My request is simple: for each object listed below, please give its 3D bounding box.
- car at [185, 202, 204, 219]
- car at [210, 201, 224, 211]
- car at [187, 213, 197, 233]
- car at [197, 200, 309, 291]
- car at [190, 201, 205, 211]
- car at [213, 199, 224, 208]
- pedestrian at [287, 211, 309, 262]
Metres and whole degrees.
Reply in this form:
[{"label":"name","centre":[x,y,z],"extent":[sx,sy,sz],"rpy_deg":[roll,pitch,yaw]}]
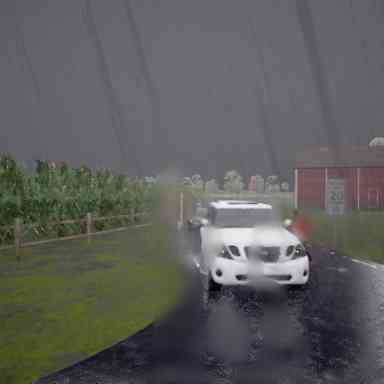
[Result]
[{"label":"car","centre":[0.228,1.846,34.407],"extent":[1.837,1.490,4.892],"rpy_deg":[0,0,0]},{"label":"car","centre":[3.804,2.085,50.027],"extent":[1.994,1.385,4.181],"rpy_deg":[0,-1,4]},{"label":"car","centre":[0.634,1.708,21.323],"extent":[1.837,1.490,4.892],"rpy_deg":[0,0,-3]},{"label":"car","centre":[1.424,1.299,9.590],"extent":[2.150,2.045,5.566],"rpy_deg":[0,-1,-1]},{"label":"car","centre":[0.843,2.097,50.070],"extent":[1.994,1.385,4.181],"rpy_deg":[0,-1,4]},{"label":"car","centre":[4.831,2.094,60.004],"extent":[1.882,1.535,5.008],"rpy_deg":[0,0,7]},{"label":"pedestrian","centre":[3.308,1.392,10.359],"extent":[0.375,1.860,0.375],"rpy_deg":[-1,0,-7]}]
